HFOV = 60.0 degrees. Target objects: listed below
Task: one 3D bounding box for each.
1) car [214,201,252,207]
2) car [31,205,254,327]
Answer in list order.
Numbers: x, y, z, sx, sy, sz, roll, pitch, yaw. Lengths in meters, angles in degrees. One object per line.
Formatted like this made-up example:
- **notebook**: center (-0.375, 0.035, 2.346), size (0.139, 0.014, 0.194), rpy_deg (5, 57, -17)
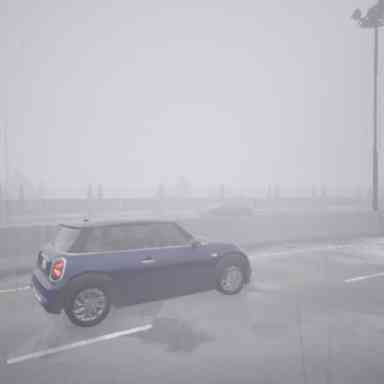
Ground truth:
- **car**: center (2.505, 1.414, 25.303), size (4.674, 1.442, 1.812), rpy_deg (0, 0, -25)
- **car**: center (-0.873, 1.315, 7.143), size (4.553, 1.767, 2.097), rpy_deg (0, 0, -33)
